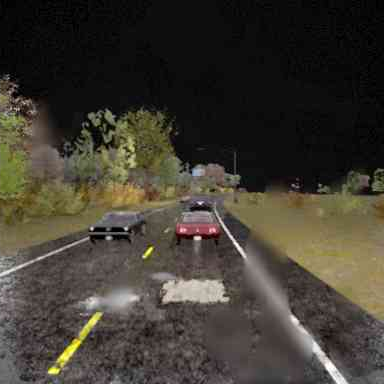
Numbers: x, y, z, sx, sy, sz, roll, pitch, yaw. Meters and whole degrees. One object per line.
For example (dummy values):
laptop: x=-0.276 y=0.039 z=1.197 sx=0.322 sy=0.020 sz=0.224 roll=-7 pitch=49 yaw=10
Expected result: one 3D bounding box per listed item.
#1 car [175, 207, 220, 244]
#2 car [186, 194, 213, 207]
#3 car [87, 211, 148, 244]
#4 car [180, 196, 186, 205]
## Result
car: x=0.289 y=1.602 z=15.874 sx=1.895 sy=1.301 sz=4.718 roll=0 pitch=0 yaw=1
car: x=0.910 y=1.224 z=34.187 sx=2.150 sy=2.045 sz=5.566 roll=0 pitch=0 yaw=3
car: x=-3.399 y=1.600 z=15.934 sx=1.895 sy=1.301 sz=4.718 roll=0 pitch=0 yaw=1
car: x=-1.065 y=1.484 z=60.924 sx=1.882 sy=1.535 sz=5.008 roll=0 pitch=0 yaw=4
